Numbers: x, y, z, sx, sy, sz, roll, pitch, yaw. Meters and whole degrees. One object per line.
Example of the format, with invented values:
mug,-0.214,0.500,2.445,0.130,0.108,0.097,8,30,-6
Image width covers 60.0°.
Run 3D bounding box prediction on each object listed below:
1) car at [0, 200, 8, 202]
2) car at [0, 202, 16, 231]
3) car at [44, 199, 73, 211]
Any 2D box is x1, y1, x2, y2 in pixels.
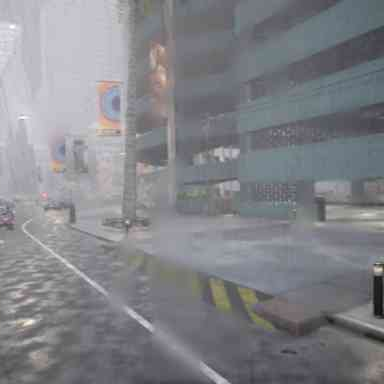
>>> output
car,-22.685,1.585,38.376,2.033,1.411,5.357,-1,1,4
car,-11.891,1.562,20.228,2.033,1.411,5.357,-1,1,-27
car,-15.374,1.456,38.609,1.994,1.385,4.181,-1,0,4
